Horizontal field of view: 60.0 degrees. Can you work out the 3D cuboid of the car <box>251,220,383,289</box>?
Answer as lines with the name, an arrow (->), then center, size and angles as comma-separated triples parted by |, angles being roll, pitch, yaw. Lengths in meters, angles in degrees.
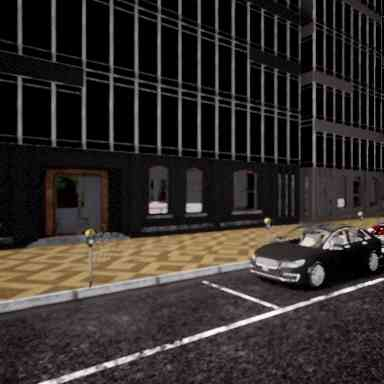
car -> 3.505, 1.560, 9.064 | 4.403, 1.369, 2.008 | 0, 0, -36
